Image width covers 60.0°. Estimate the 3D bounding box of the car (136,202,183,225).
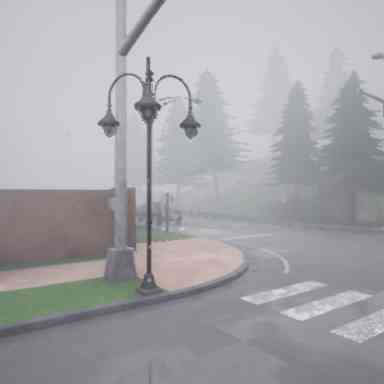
[{"bbox_3d":[-2.487,1.544,24.760,2.128,1.511,4.902,0,0,-34],"label":"car"}]
